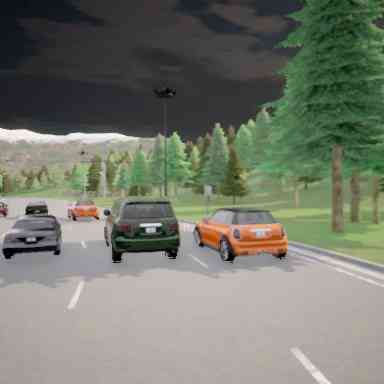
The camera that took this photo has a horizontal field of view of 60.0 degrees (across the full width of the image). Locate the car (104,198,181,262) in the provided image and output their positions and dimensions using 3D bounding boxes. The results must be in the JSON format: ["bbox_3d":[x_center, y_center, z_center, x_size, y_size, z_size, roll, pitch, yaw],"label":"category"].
[{"bbox_3d":[-2.035,1.245,12.517,2.150,2.045,5.566,0,0,-17],"label":"car"}]

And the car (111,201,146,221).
[{"bbox_3d":[-5.577,1.589,28.819,1.812,1.442,4.674,-1,0,-26],"label":"car"}]

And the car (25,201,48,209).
[{"bbox_3d":[-15.070,1.629,32.369,1.882,1.535,5.008,-1,0,-26],"label":"car"}]

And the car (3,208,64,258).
[{"bbox_3d":[-6.190,1.610,13.237,2.033,1.411,5.357,0,0,-22],"label":"car"}]

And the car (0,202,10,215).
[{"bbox_3d":[-19.395,1.717,33.242,1.812,1.442,4.674,-1,0,-26],"label":"car"}]

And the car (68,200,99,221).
[{"bbox_3d":[-9.468,1.450,28.819,2.097,1.767,4.553,-1,0,-26],"label":"car"}]

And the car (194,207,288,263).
[{"bbox_3d":[1.579,1.343,12.349,2.097,1.767,4.553,-1,0,-15],"label":"car"}]
